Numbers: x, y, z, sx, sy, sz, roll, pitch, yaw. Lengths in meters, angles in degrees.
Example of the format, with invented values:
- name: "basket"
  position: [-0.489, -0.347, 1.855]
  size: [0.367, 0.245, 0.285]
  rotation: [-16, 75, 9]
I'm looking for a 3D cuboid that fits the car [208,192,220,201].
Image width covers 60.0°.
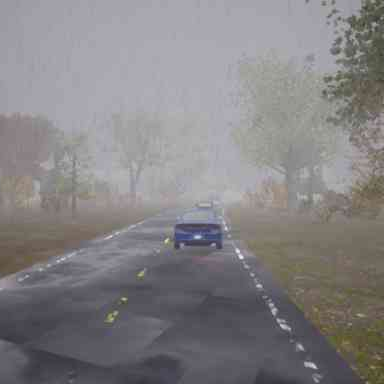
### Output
- name: "car"
  position: [5.208, 1.098, 76.617]
  size: [2.150, 2.045, 5.566]
  rotation: [0, 0, 12]

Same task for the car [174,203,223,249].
- name: "car"
  position: [0.307, 1.484, 14.555]
  size: [1.882, 1.535, 5.008]
  rotation: [0, 0, 2]

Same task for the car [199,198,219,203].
- name: "car"
  position: [1.229, 1.530, 29.464]
  size: [1.812, 1.442, 4.674]
  rotation: [0, 0, 5]
